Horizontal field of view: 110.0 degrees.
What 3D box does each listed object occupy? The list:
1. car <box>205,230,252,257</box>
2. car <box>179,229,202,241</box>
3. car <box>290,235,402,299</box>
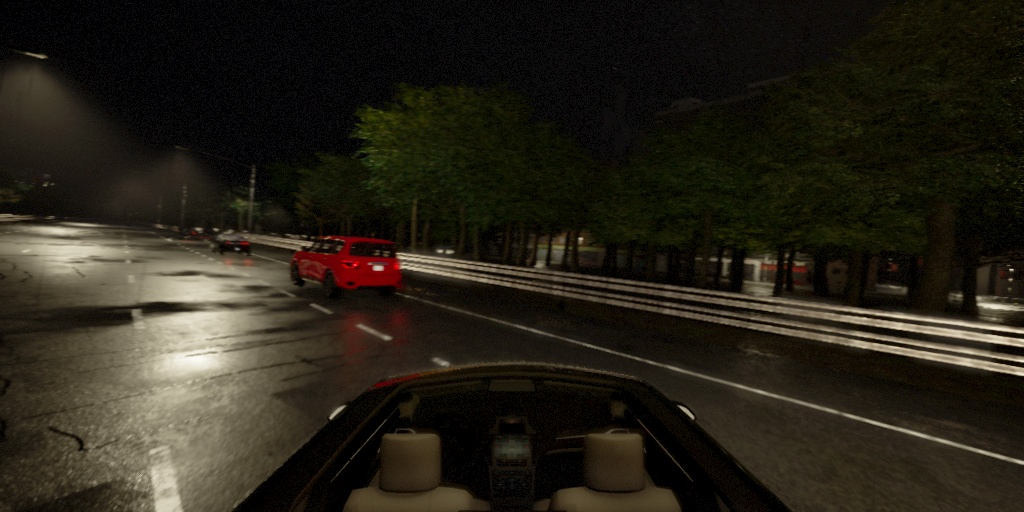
[{"bbox_3d":[-20.925,-0.832,26.714,4.902,1.511,2.128,5,1,42],"label":"car"},{"bbox_3d":[-42.529,-2.872,47.374,1.837,1.490,4.892,3,2,-41],"label":"car"},{"bbox_3d":[-6.207,0.296,13.200,5.566,2.045,2.150,5,1,42],"label":"car"}]
